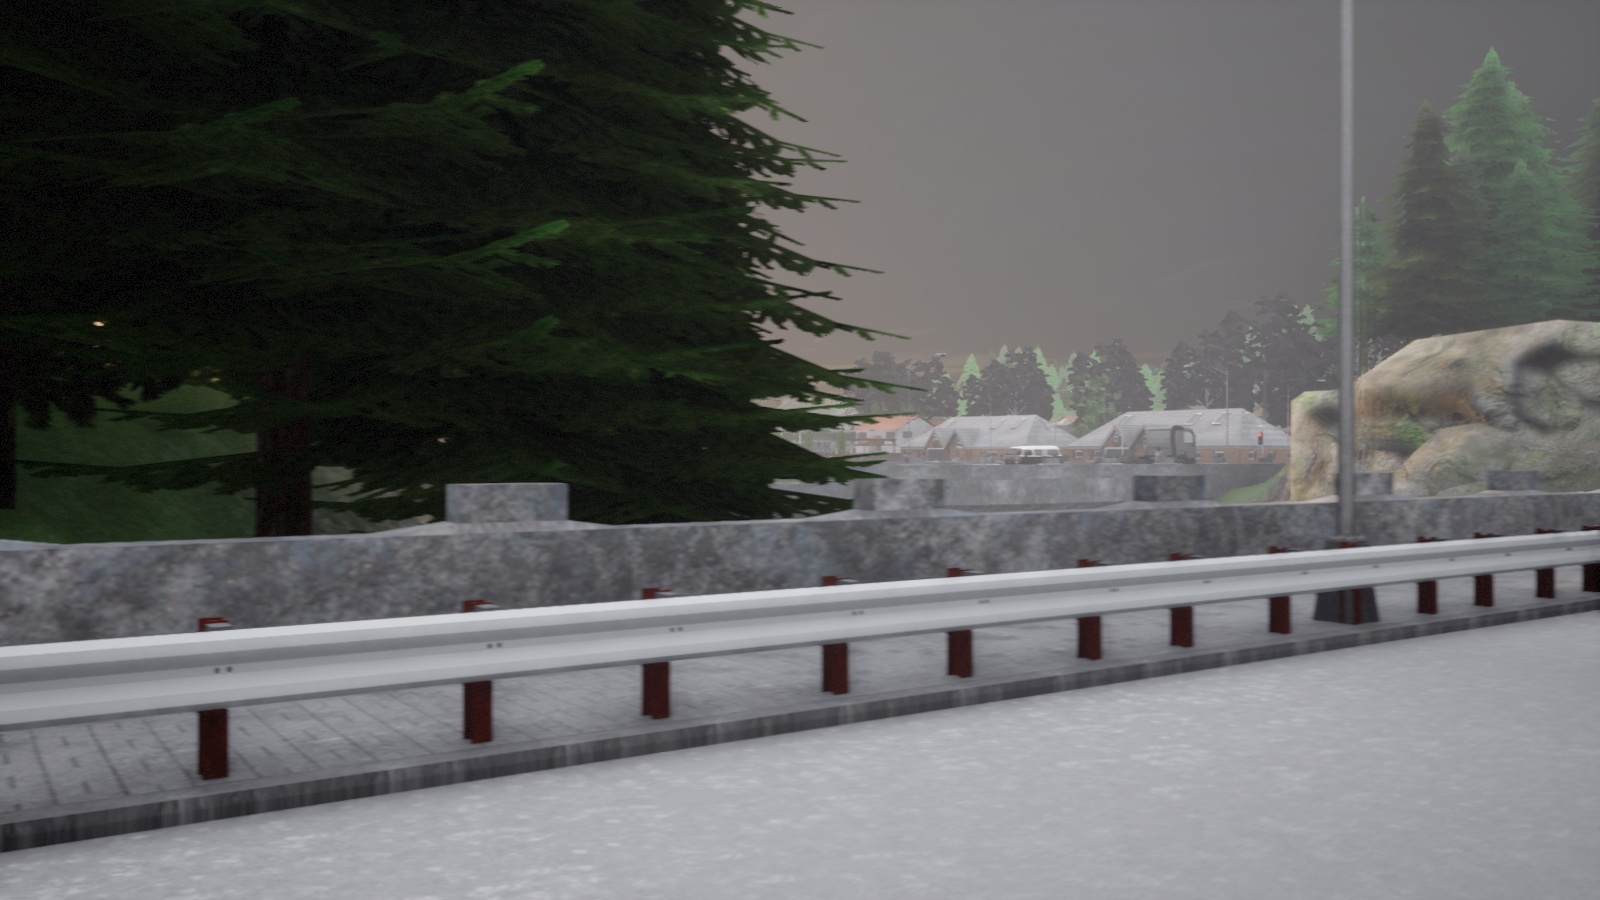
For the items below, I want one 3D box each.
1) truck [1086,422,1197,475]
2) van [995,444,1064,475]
[{"bbox_3d":[23.354,-0.072,85.708,7.936,3.462,2.891,0,0,-35],"label":"truck"},{"bbox_3d":[15.581,0.648,85.174,4.480,2.038,2.069,0,0,-35],"label":"van"}]
